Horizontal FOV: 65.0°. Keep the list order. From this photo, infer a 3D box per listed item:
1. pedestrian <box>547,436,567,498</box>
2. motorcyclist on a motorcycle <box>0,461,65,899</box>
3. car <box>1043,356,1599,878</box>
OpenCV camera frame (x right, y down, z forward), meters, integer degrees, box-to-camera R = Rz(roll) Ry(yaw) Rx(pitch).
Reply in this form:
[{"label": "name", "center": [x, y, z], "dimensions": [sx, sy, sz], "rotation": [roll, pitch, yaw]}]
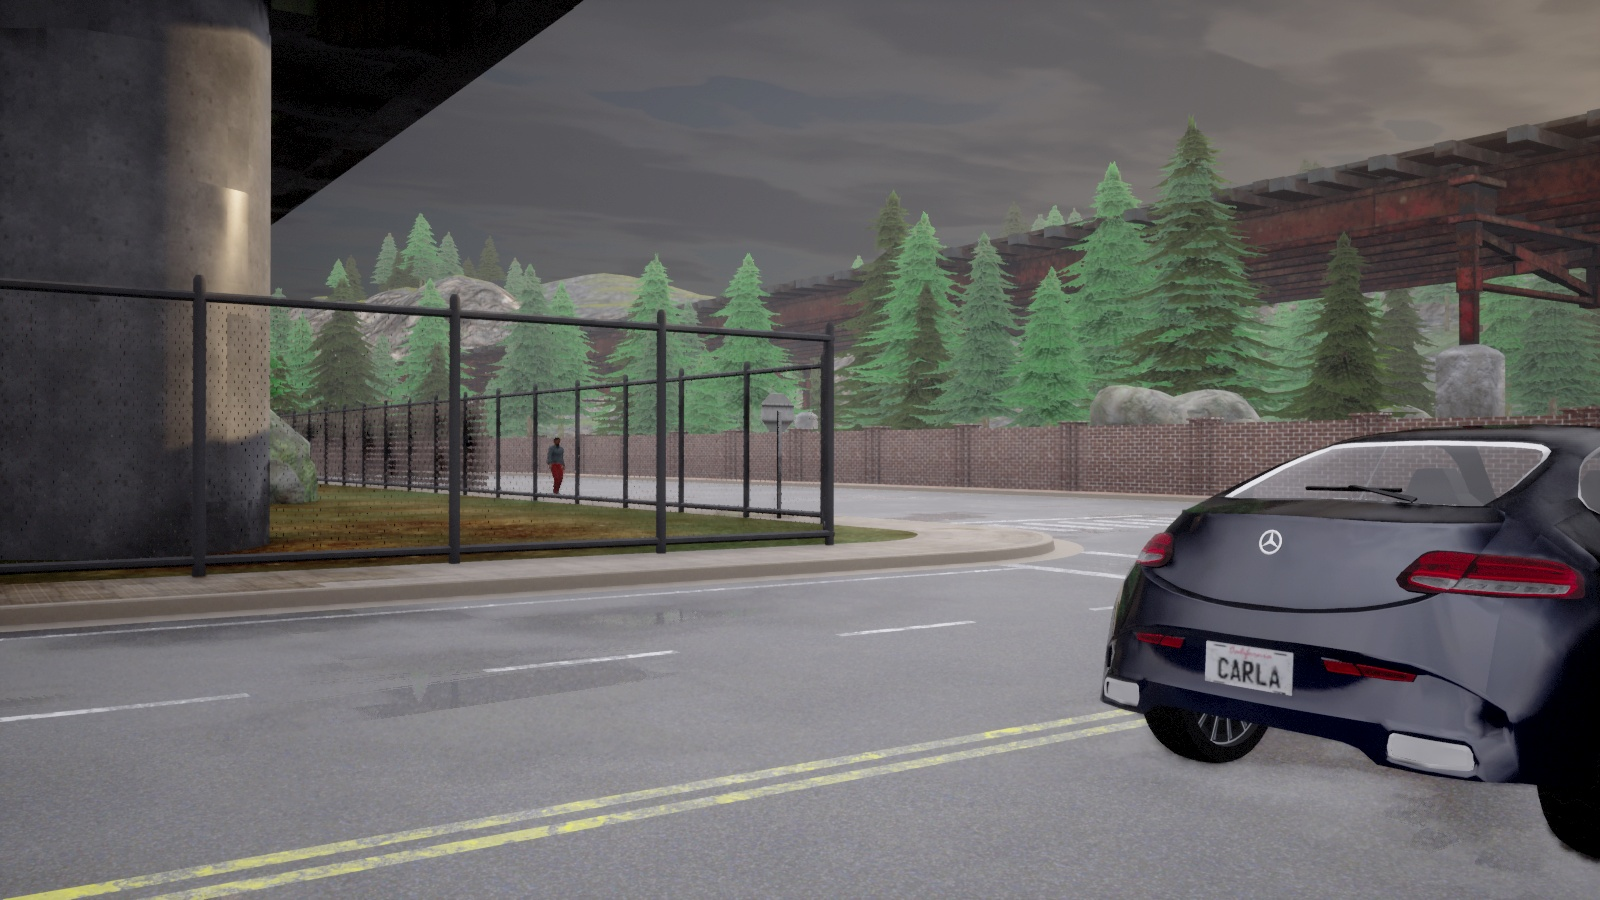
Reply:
[{"label": "pedestrian", "center": [-7.255, 0.510, 37.490], "dimensions": [0.353, 1.847, 0.614], "rotation": [0, 0, -36]}, {"label": "motorcyclist on a motorcycle", "center": [-2.448, 0.790, 1.955], "dimensions": [2.191, 1.530, 0.866], "rotation": [0, 0, -35]}, {"label": "car", "center": [3.789, 0.531, 6.297], "dimensions": [5.027, 1.651, 2.152], "rotation": [0, 0, -35]}]
